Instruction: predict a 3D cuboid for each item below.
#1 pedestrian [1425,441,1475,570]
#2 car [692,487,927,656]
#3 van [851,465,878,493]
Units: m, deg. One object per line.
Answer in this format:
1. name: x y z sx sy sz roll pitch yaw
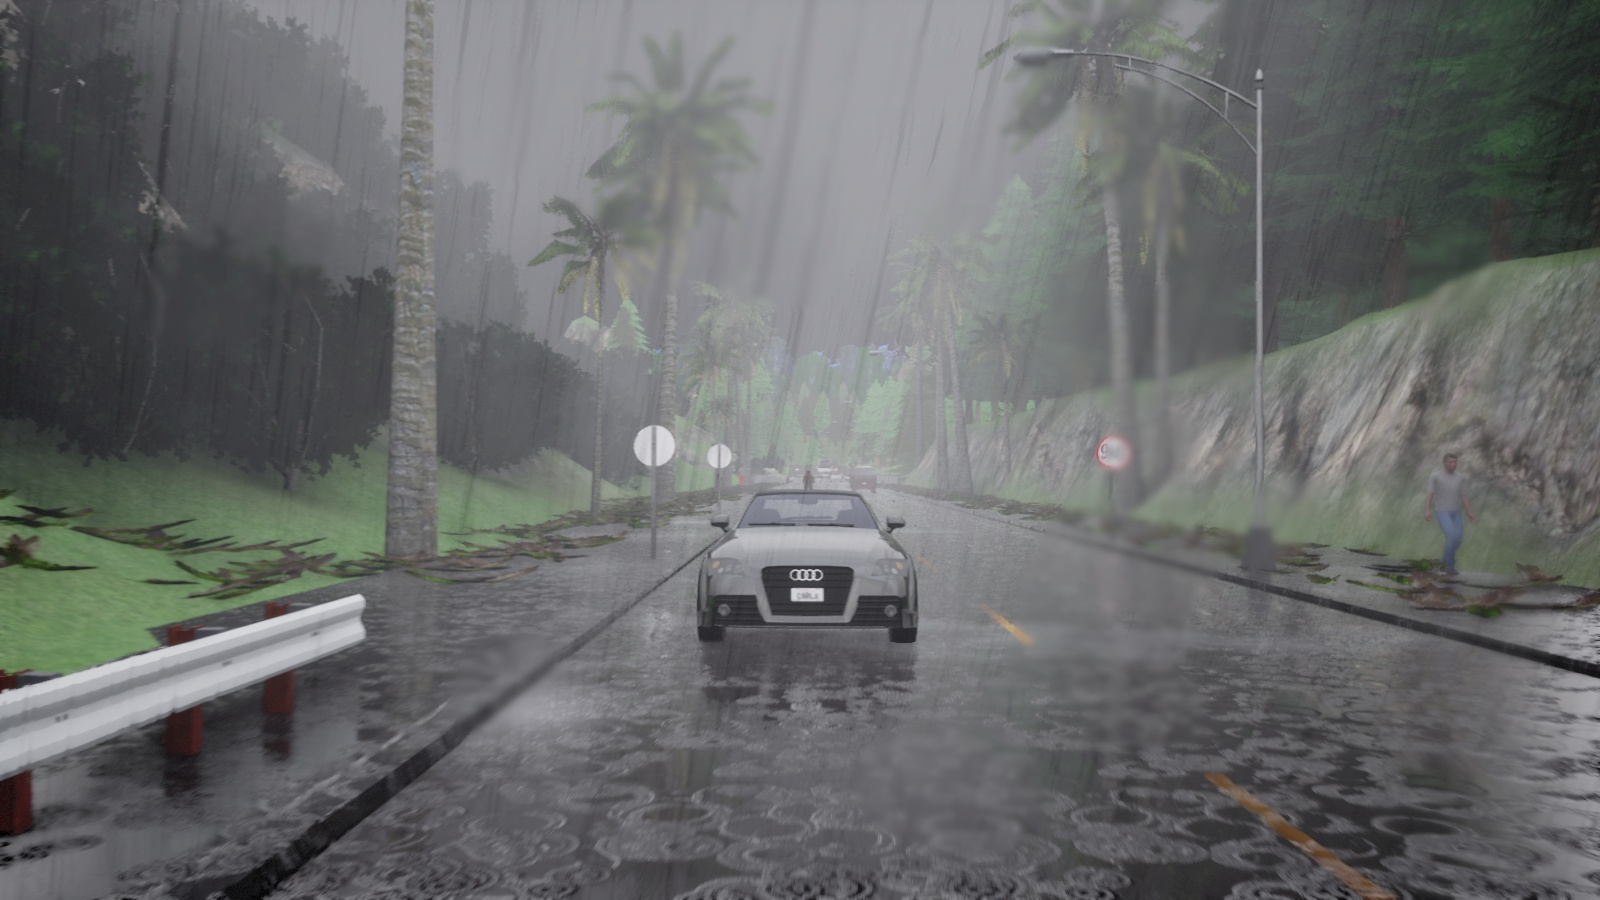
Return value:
1. pedestrian: 9.458 0.801 18.288 0.354 1.836 0.706 0 -1 0
2. car: 0.095 1.096 12.782 1.994 1.385 4.181 0 -1 0
3. van: 4.672 2.117 91.814 1.775 1.987 4.442 0 -1 0
